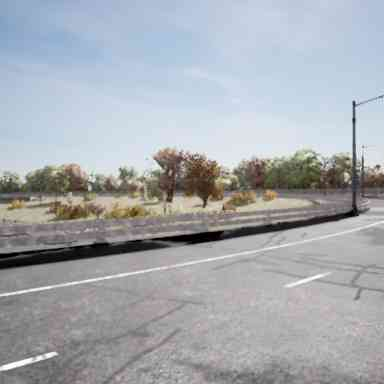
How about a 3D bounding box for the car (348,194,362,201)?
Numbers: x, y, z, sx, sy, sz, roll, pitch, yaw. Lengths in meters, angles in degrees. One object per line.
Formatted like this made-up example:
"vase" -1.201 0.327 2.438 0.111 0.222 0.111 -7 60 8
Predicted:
"car" 39.664 1.227 80.936 2.097 1.767 4.553 0 0 5
